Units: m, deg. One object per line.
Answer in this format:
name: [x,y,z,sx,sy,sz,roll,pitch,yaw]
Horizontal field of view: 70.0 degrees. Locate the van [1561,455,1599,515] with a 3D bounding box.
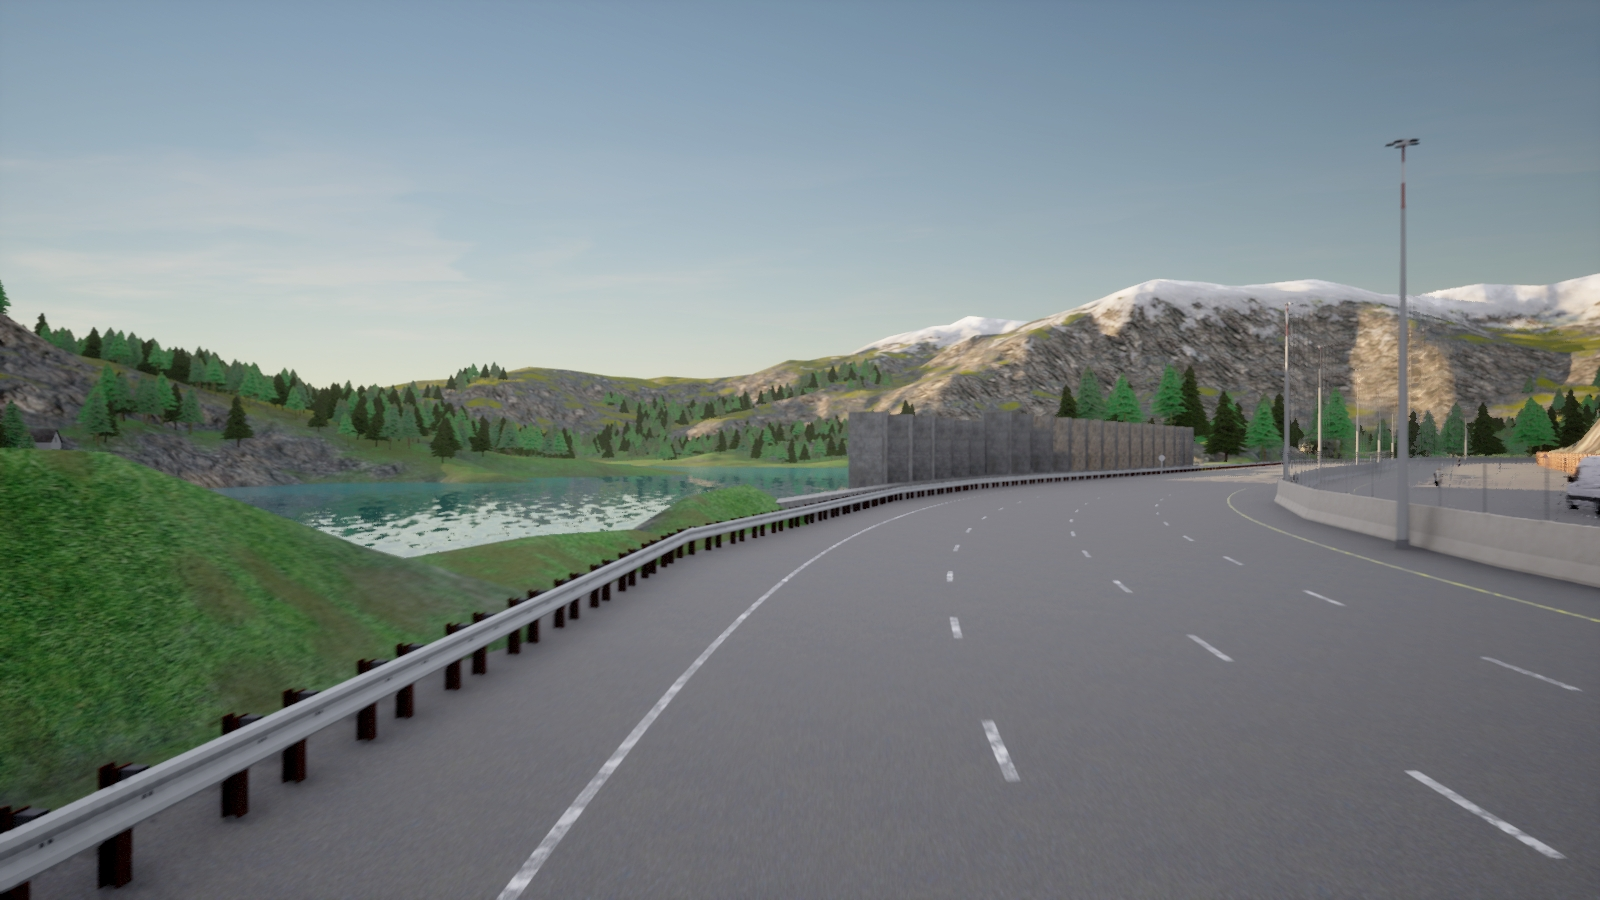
van: [36.334,1.537,51.363,1.988,2.561,5.915,0,0,18]
